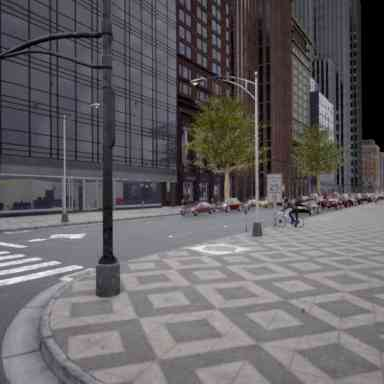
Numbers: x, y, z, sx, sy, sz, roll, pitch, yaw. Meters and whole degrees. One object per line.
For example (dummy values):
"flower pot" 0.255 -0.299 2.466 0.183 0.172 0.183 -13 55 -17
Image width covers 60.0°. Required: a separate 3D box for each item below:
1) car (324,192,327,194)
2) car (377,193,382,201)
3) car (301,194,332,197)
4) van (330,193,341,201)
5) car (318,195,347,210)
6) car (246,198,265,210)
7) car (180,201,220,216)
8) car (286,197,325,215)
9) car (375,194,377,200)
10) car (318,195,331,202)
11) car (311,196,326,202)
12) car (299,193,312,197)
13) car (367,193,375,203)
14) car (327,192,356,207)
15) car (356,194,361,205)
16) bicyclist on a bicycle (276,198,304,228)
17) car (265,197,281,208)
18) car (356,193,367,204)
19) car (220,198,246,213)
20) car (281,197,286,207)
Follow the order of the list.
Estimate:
"car" 22.310 1.051 52.706 2.150 2.045 5.566 -1 0 35
"car" 42.771 1.357 77.889 1.802 1.307 4.206 -1 0 35
"car" 16.620 1.338 44.442 2.128 1.511 4.902 -1 0 35
"van" 35.755 1.184 82.735 1.690 1.788 3.998 -1 0 35
"car" 17.189 1.376 40.735 1.887 1.381 4.507 0 0 35
"car" 6.974 1.494 40.930 1.802 1.307 4.206 0 0 35
"car" 0.577 1.524 31.640 1.802 1.307 4.206 0 0 35
"car" 10.794 1.424 31.446 1.947 1.339 4.313 0 0 35
"car" 36.472 1.301 68.741 1.752 1.417 4.829 -1 0 35
"car" 29.361 1.426 73.444 1.802 1.307 4.206 0 0 35
"car" 26.164 1.417 68.800 1.947 1.339 4.313 0 0 35
"car" 19.766 1.414 59.510 1.887 1.381 4.507 0 0 35
"car" 33.178 1.098 63.958 2.192 1.841 5.009 0 0 35
"car" 20.386 1.136 45.380 2.192 1.841 5.009 0 0 35
"car" 23.585 1.377 50.023 1.947 1.339 4.313 0 0 35
"bicyclist on a bicycle" 5.360 1.177 18.332 1.656 1.620 0.582 -1 0 35
"car" 10.075 1.425 45.434 1.752 1.417 4.829 0 0 35
"car" 26.781 1.117 54.669 2.192 1.841 5.009 0 0 35
"car" 3.774 1.366 36.285 1.967 1.590 4.097 0 0 35
"car" 13.370 1.455 50.220 1.947 1.339 4.313 0 0 35
